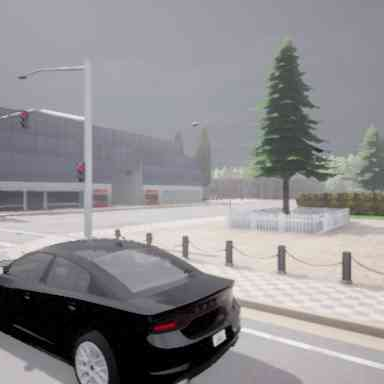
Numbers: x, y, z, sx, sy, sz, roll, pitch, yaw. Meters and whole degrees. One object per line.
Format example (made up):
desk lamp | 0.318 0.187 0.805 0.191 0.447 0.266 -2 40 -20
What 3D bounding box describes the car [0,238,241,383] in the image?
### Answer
car | -1.703 1.472 5.171 5.008 1.535 1.882 0 0 36
